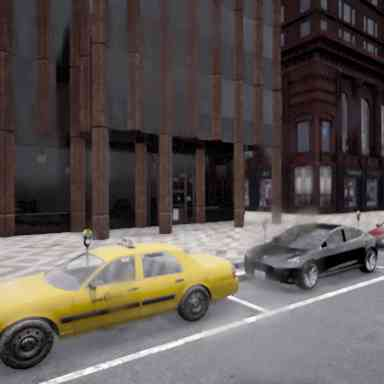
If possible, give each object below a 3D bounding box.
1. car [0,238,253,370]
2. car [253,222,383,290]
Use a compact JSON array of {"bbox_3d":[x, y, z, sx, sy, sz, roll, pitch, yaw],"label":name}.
[{"bbox_3d":[-1.365,1.521,5.675,4.829,1.417,1.752,0,0,-35],"label":"car"},{"bbox_3d":[3.363,1.551,9.046,4.313,1.339,1.947,0,0,-35],"label":"car"}]
